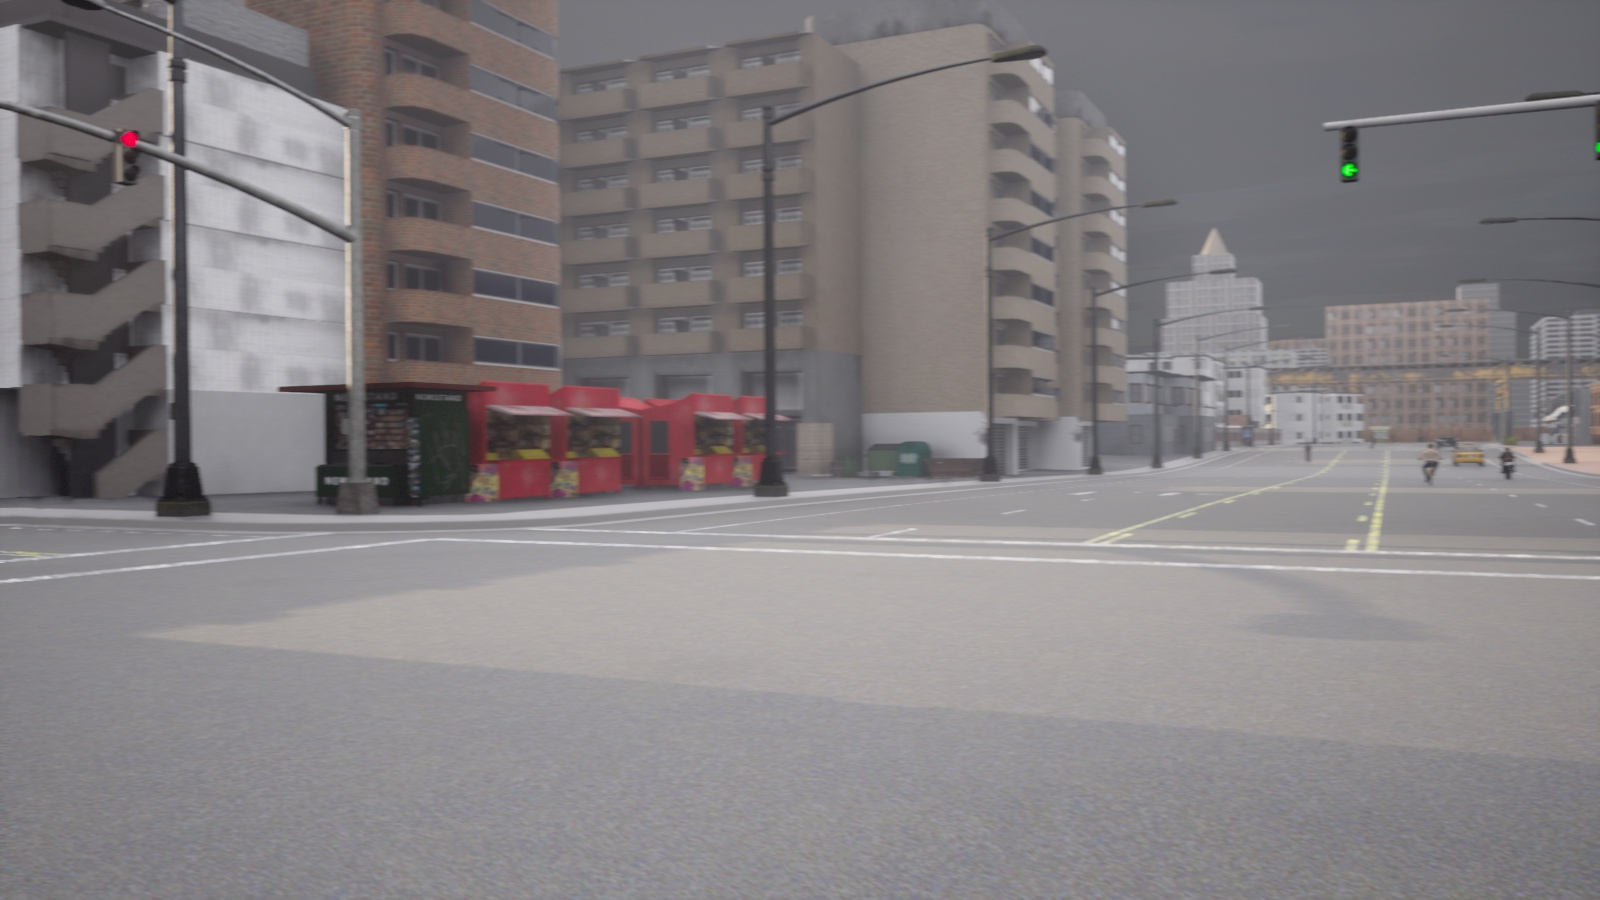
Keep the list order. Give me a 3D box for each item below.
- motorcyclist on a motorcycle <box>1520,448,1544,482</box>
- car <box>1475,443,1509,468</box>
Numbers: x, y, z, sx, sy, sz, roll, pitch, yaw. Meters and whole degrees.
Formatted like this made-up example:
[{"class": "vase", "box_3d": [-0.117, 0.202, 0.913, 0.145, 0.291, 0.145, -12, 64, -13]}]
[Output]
[{"class": "motorcyclist on a motorcycle", "box_3d": [33.465, 0.678, 57.427, 0.797, 1.523, 2.044, 0, 0, 26]}, {"class": "car", "box_3d": [47.645, 0.375, 86.544, 1.801, 1.575, 5.366, 0, 1, 26]}]
